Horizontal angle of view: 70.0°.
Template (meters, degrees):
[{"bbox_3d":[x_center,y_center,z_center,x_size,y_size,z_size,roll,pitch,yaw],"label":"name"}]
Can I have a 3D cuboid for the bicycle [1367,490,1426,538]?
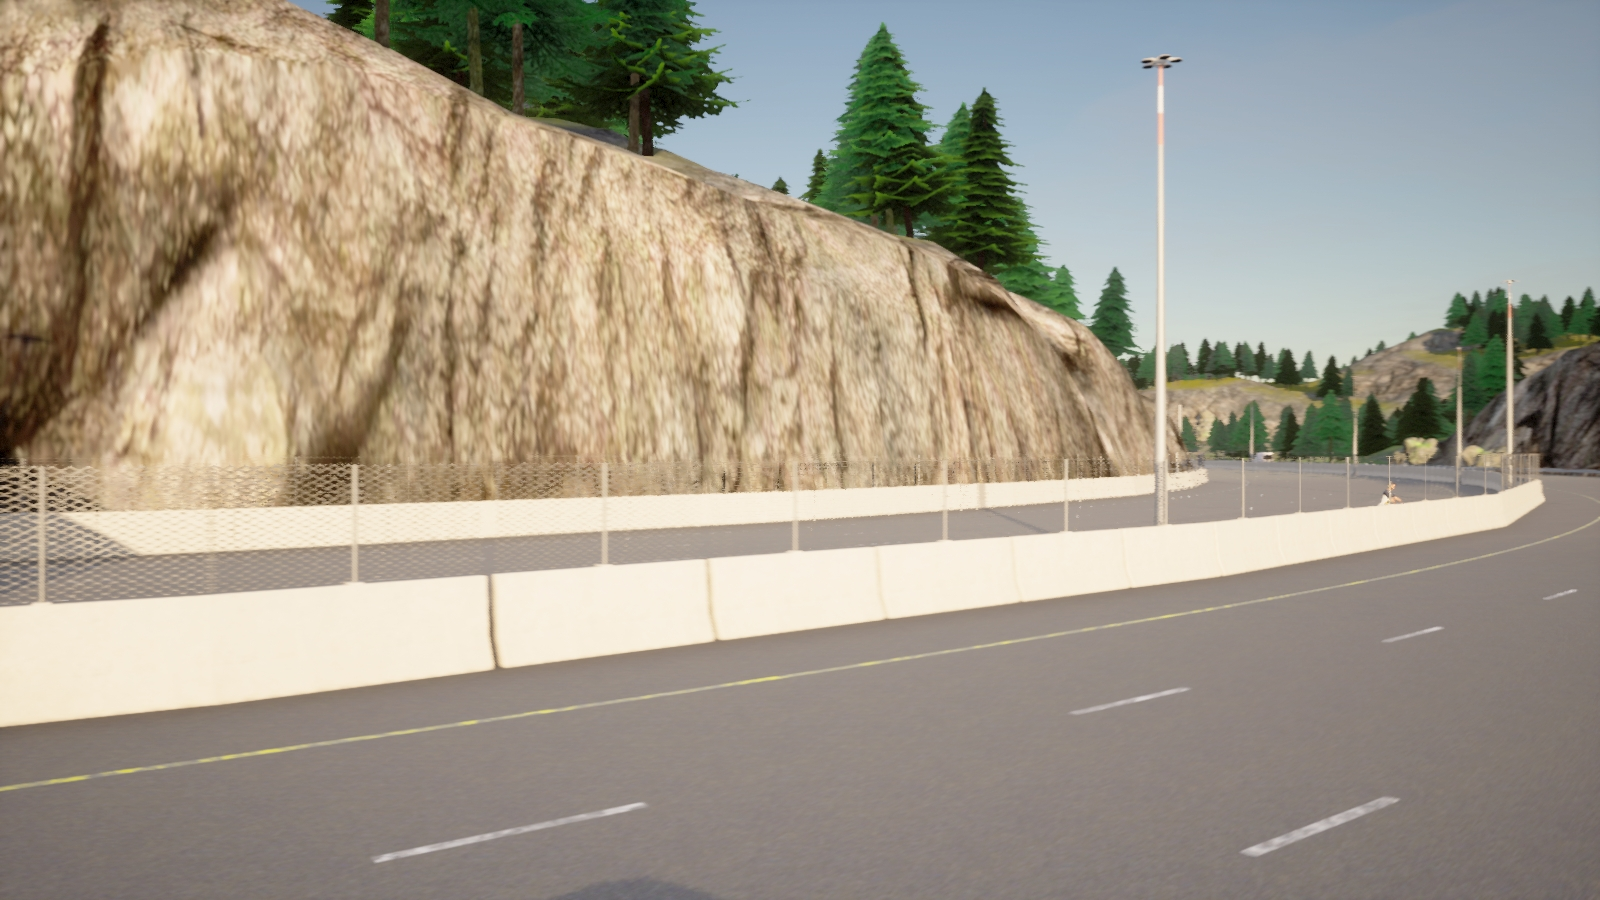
[{"bbox_3d":[19.327,2.085,37.057,0.373,1.514,1.643,6,-6,-42],"label":"bicycle"}]
